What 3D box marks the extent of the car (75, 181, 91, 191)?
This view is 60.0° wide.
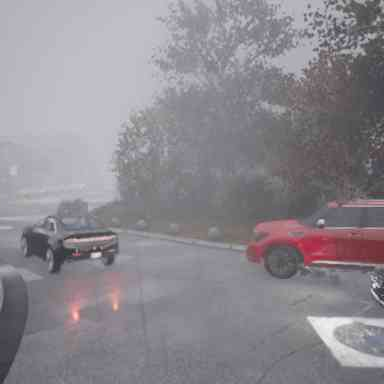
[{"bbox_3d":[-23.864,-1.243,68.856,2.435,2.045,5.566,0,3,6],"label":"car"}]

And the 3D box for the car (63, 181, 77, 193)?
[{"bbox_3d":[-24.487,-0.641,63.107,1.946,1.575,5.366,0,3,6],"label":"car"}]

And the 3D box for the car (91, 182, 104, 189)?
[{"bbox_3d":[-22.686,-1.635,79.836,2.163,1.488,4.792,0,3,6],"label":"car"}]

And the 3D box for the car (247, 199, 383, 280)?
[{"bbox_3d":[4.305,1.214,8.785,5.566,2.045,2.150,0,1,22],"label":"car"}]

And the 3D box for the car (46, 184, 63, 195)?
[{"bbox_3d":[-25.078,-0.304,57.624,1.946,1.575,5.366,0,3,6],"label":"car"}]

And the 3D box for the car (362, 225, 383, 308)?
[{"bbox_3d":[5.687,1.511,5.403,4.892,1.490,1.837,1,0,18],"label":"car"}]

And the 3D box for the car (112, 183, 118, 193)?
[{"bbox_3d":[-12.866,-0.536,61.947,1.812,1.442,4.674,0,4,6],"label":"car"}]

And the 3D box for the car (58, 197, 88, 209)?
[{"bbox_3d":[-10.848,1.266,30.536,1.837,1.490,4.892,0,2,-6],"label":"car"}]

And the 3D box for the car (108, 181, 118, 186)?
[{"bbox_3d":[-21.496,-2.339,90.838,2.231,1.521,4.892,0,3,6],"label":"car"}]

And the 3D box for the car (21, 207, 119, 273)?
[{"bbox_3d":[-4.110,1.478,10.800,2.128,1.511,4.902,0,0,-39],"label":"car"}]

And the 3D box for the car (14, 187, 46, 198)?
[{"bbox_3d":[-25.679,0.035,52.144,1.946,1.575,5.366,0,4,6],"label":"car"}]
